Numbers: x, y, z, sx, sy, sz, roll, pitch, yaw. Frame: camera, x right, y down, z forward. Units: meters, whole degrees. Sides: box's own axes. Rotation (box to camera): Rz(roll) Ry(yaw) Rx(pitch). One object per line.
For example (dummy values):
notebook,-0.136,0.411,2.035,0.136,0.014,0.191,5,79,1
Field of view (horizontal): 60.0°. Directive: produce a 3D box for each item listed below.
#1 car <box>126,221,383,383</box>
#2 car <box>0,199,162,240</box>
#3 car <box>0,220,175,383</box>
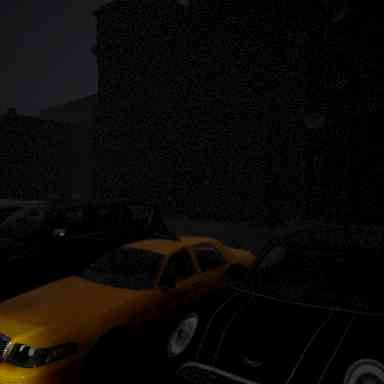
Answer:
car,1.641,1.354,4.223,2.185,1.767,4.553,0,0,35
car,-2.823,1.225,7.332,2.435,2.045,5.566,0,0,36
car,-0.647,1.477,5.589,1.946,1.575,5.366,0,0,36
